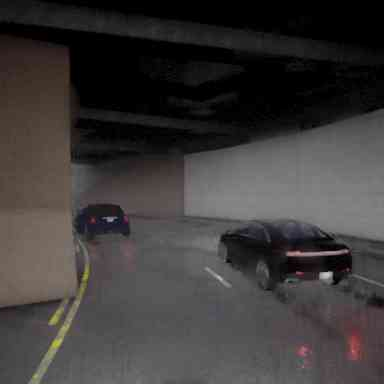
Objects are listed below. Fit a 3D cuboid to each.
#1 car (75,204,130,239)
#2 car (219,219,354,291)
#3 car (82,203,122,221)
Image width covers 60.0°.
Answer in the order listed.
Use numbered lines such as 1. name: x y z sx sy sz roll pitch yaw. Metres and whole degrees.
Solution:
1. car: -4.941 1.401 17.994 2.097 1.767 4.553 -1 0 -28
2. car: 2.162 1.470 9.041 2.128 1.511 4.902 0 0 -13
3. car: -7.974 1.680 29.154 1.895 1.301 4.718 -1 0 -36
